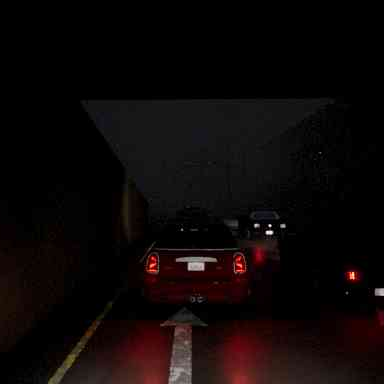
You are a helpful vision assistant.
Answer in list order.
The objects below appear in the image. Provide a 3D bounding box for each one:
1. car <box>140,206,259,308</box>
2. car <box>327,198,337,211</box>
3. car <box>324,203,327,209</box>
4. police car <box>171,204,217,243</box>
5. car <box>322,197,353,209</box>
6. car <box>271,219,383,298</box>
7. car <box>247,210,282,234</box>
[{"bbox_3d":[0.083,1.352,8.085,2.097,1.767,4.553,0,0,0],"label":"car"},{"bbox_3d":[17.433,1.453,35.364,2.038,1.542,4.974,0,0,-35],"label":"car"},{"bbox_3d":[17.537,1.453,39.971,2.038,1.542,4.974,0,0,45],"label":"car"},{"bbox_3d":[0.096,1.504,17.210,2.038,1.542,4.974,0,0,0],"label":"police car"},{"bbox_3d":[17.574,1.295,40.008,1.853,1.218,4.536,0,0,45],"label":"car"},{"bbox_3d":[3.607,1.601,8.499,1.895,1.301,4.718,0,0,0],"label":"car"},{"bbox_3d":[3.600,1.601,17.656,1.895,1.301,4.718,0,0,0],"label":"car"}]
